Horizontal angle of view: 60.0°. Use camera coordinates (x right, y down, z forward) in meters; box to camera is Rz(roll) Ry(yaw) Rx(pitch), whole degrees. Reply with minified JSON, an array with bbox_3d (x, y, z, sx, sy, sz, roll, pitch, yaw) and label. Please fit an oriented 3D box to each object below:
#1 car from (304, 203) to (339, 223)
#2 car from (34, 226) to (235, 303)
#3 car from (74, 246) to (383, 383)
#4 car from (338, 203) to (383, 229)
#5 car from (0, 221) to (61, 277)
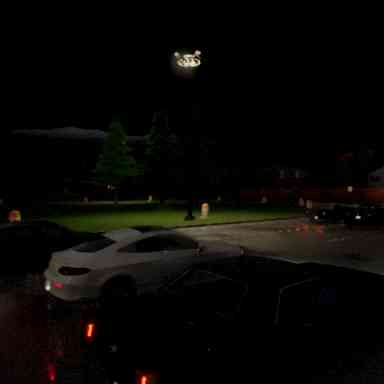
[{"bbox_3d":[10.316,1.444,24.052,4.718,1.301,1.895,0,0,-35],"label":"car"},{"bbox_3d":[-0.782,1.501,7.487,4.674,1.442,1.812,0,0,-36],"label":"car"},{"bbox_3d":[1.107,1.577,4.534,4.718,1.301,1.895,0,0,-35],"label":"car"},{"bbox_3d":[11.212,1.417,20.338,4.181,1.385,1.994,0,0,-35],"label":"car"},{"bbox_3d":[-4.371,1.536,9.227,5.357,1.411,2.033,0,0,-35],"label":"car"}]
